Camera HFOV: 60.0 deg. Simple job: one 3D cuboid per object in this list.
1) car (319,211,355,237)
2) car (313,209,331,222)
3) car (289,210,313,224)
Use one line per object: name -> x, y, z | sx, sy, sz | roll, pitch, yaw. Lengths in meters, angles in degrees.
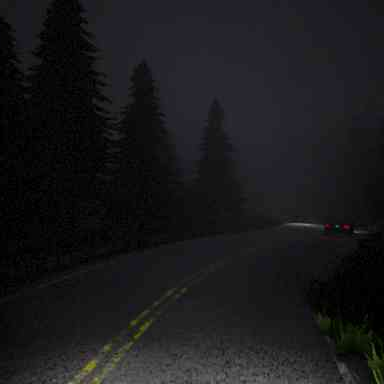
car -> 11.240, 2.493, 25.258 | 2.033, 1.411, 5.357 | 2, -1, 28
car -> 15.957, 2.825, 40.473 | 1.882, 1.535, 5.008 | 1, -1, 9
car -> 11.936, 2.738, 37.019 | 1.994, 1.385, 4.181 | 2, -1, 14
